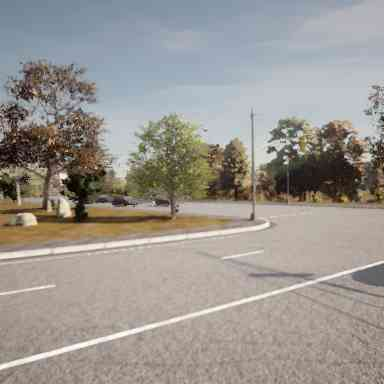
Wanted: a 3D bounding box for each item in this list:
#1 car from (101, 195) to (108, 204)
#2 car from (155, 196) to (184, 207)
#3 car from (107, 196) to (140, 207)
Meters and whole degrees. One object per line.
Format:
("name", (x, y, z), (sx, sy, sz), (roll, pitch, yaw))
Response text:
("car", (-15.770, 1.232, 59.374), (1.882, 1.535, 5.008), (-2, 0, -39))
("car", (-3.031, 1.163, 43.432), (1.812, 1.442, 4.674), (-2, 1, -39))
("car", (-9.096, 1.286, 45.388), (2.033, 1.411, 5.357), (-2, 1, -39))
